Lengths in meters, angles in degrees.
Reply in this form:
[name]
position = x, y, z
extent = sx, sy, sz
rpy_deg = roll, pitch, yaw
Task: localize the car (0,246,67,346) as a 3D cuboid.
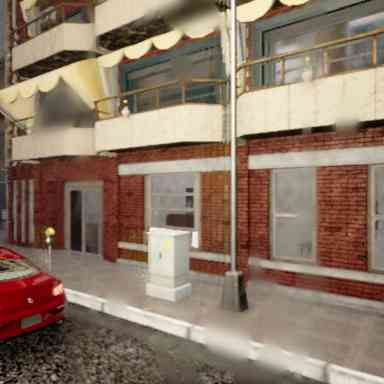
[car]
position = -3.842, 1.582, 5.682
extent = 4.206, 1.307, 1.802
rpy_deg = 0, 0, 36
